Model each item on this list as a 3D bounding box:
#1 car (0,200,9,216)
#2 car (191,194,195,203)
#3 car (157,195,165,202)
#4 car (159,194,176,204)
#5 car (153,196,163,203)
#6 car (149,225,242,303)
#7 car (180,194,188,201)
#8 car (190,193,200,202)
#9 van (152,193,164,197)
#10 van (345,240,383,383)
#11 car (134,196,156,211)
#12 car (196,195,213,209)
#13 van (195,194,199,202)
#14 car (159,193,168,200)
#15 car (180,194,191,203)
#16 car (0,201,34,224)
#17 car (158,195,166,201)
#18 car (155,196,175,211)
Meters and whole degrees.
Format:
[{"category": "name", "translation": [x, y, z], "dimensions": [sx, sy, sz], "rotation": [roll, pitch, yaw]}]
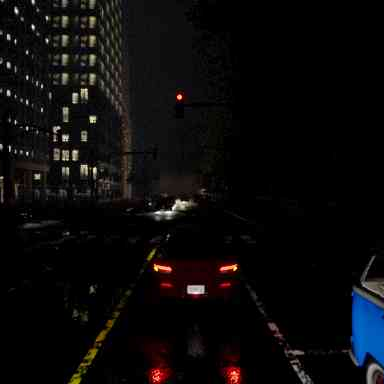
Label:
[{"category": "car", "translation": [-18.226, 1.377, 28.493], "dimensions": [4.206, 1.307, 1.802], "rotation": [1, 0, 3]}, {"category": "car", "translation": [1.171, 1.492, 68.013], "dimensions": [1.752, 1.417, 4.829], "rotation": [0, 0, -2]}, {"category": "car", "translation": [-7.292, 1.501, 78.556], "dimensions": [1.887, 1.381, 4.507], "rotation": [0, 0, -2]}, {"category": "car", "translation": [-3.659, 1.486, 50.453], "dimensions": [1.837, 1.490, 4.892], "rotation": [0, 0, -1]}, {"category": "car", "translation": [-6.839, 1.512, 67.469], "dimensions": [1.887, 1.381, 4.507], "rotation": [0, 0, -2]}, {"category": "car", "translation": [0.052, 1.525, 8.067], "dimensions": [1.812, 1.442, 4.674], "rotation": [0, 0, 0]}, {"category": "car", "translation": [-1.916, 1.264, 80.577], "dimensions": [1.882, 1.535, 5.008], "rotation": [0, 0, -3]}, {"category": "car", "translation": [0.724, 1.271, 78.931], "dimensions": [2.192, 1.841, 5.009], "rotation": [0, 0, -3]}, {"category": "van", "translation": [-6.637, 1.314, 61.926], "dimensions": [1.690, 1.788, 3.998], "rotation": [0, 0, -2]}, {"category": "van", "translation": [2.558, 1.341, 2.132], "dimensions": [1.690, 1.788, 3.998], "rotation": [0, 0, 0]}, {"category": "car", "translation": [-5.840, 1.539, 39.755], "dimensions": [2.008, 1.369, 4.403], "rotation": [0, 0, -1]}, {"category": "car", "translation": [1.890, 1.509, 45.847], "dimensions": [1.752, 1.417, 4.829], "rotation": [0, 0, -2]}, {"category": "van", "translation": [1.738, 1.322, 51.219], "dimensions": [1.690, 1.788, 3.998], "rotation": [0, 0, -2]}, {"category": "car", "translation": [-8.094, 1.252, 95.181], "dimensions": [2.192, 1.841, 5.009], "rotation": [0, 0, -3]}, {"category": "car", "translation": [-1.495, 1.552, 70.602], "dimensions": [1.895, 1.301, 4.718], "rotation": [0, 0, -2]}, {"category": "car", "translation": [-13.434, 1.369, 22.825], "dimensions": [4.892, 1.490, 1.837], "rotation": [1, 0, 1]}, {"category": "car", "translation": [-7.544, 1.532, 84.100], "dimensions": [1.802, 1.307, 4.206], "rotation": [0, 0, -3]}, {"category": "car", "translation": [-3.415, 1.551, 40.418], "dimensions": [1.994, 1.385, 4.181], "rotation": [0, 0, -3]}]
